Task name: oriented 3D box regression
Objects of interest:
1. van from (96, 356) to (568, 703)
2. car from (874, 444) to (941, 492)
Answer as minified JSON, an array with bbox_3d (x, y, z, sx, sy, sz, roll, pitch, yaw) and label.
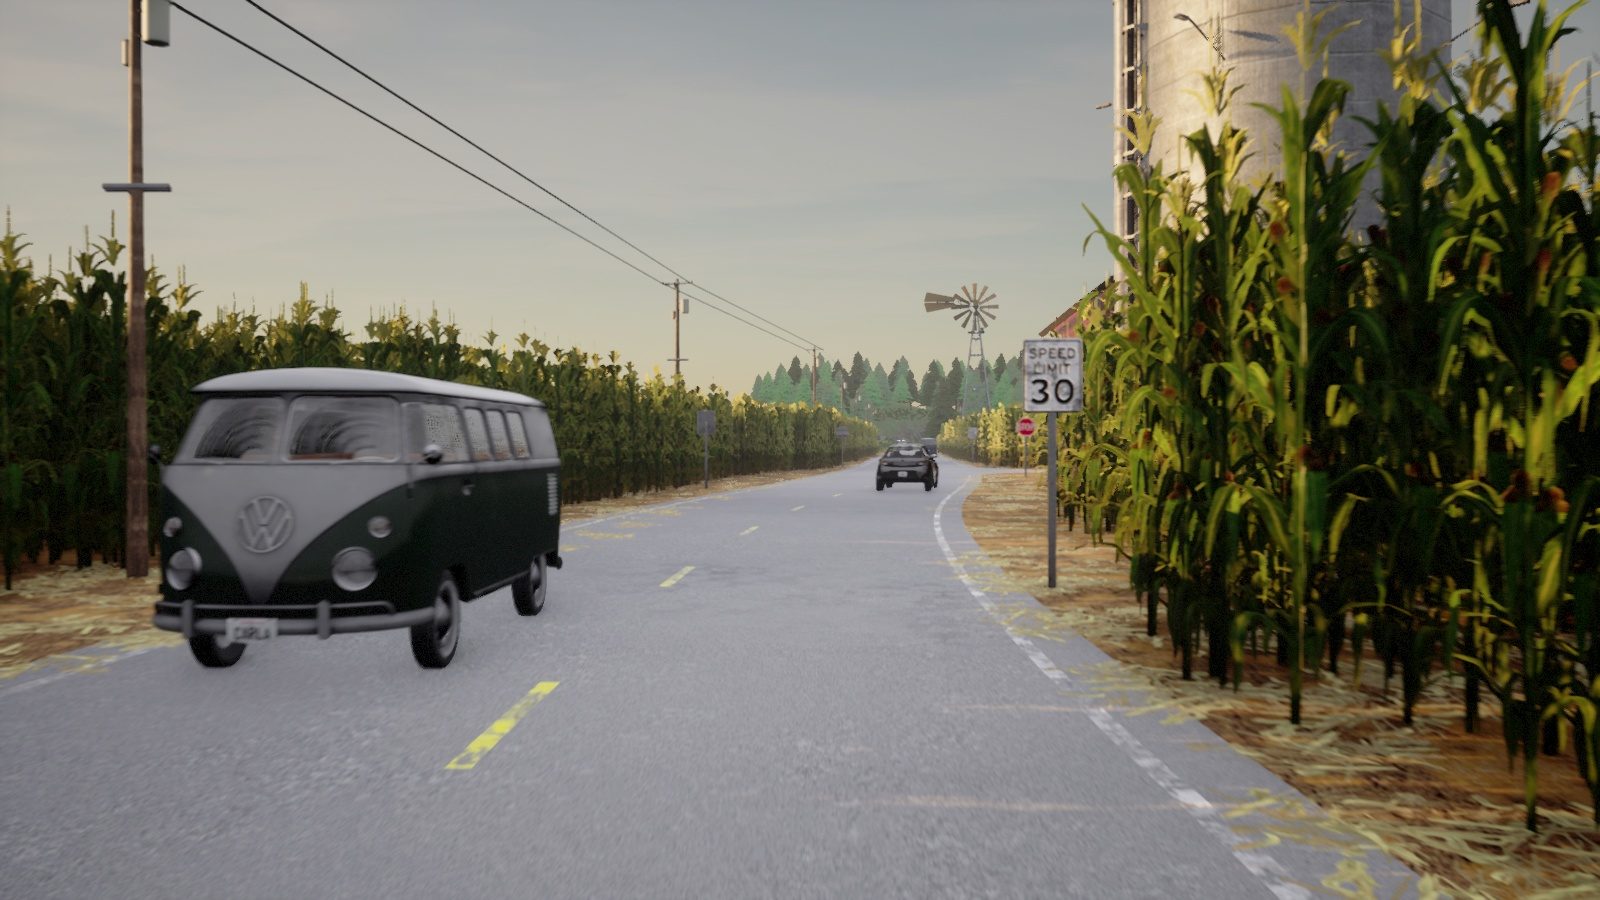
[{"bbox_3d":[-3.104,0.444,9.434,1.775,1.987,4.442,0,0,2],"label":"van"},{"bbox_3d":[3.514,0.535,40.452,1.816,1.474,4.193,0,0,10],"label":"car"}]
